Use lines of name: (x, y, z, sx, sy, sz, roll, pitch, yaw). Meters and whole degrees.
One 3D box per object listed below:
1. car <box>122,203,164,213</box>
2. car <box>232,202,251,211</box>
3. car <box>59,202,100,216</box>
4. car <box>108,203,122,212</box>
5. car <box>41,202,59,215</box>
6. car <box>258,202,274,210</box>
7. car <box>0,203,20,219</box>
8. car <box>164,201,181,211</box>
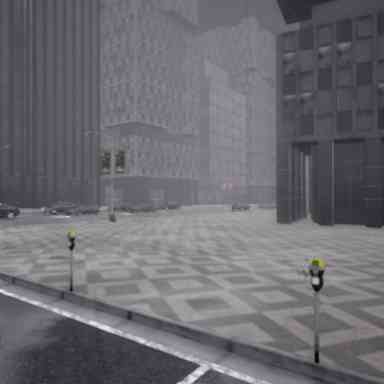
car: (-6.941, 2.246, 47.402, 2.033, 1.411, 5.357, 0, -1, 36)
car: (8.610, 2.519, 57.604, 1.837, 1.490, 4.892, 0, -1, 36)
car: (-12.907, 2.068, 39.107, 1.994, 1.385, 4.181, 0, -1, 35)
car: (-10.025, 2.293, 48.678, 1.895, 1.301, 4.718, 0, -1, 36)
car: (-15.892, 1.992, 40.503, 2.128, 1.511, 4.902, 0, -1, 36)
car: (14.799, 2.778, 66.232, 1.994, 1.385, 4.181, 0, -1, 36)
car: (-18.701, 1.822, 31.011, 1.837, 1.490, 4.892, 0, -1, 36)
car: (-4.010, 2.365, 56.984, 1.882, 1.535, 5.008, 0, -1, 36)
